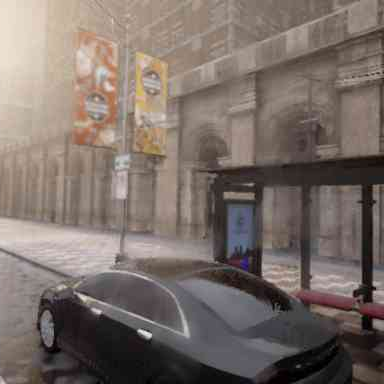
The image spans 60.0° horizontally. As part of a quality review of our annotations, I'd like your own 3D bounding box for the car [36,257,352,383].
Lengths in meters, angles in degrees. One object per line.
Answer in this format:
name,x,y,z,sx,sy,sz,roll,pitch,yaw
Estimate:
car,-0.497,1.667,4.545,1.837,1.490,4.892,3,-3,-44
